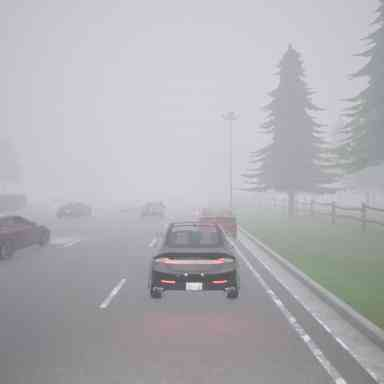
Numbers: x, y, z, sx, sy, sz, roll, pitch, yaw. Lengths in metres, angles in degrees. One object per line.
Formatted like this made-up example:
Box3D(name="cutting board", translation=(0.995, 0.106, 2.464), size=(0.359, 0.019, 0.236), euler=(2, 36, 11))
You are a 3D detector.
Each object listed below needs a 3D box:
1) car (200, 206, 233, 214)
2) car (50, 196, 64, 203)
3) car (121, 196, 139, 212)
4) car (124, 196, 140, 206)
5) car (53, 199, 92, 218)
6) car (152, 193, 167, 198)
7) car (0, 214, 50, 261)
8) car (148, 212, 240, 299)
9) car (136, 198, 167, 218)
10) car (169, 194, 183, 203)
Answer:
Box3D(name="car", translation=(1.240, 1.478, 17.780), size=(1.882, 1.535, 5.008), euler=(0, 0, 0))
Box3D(name="car", translation=(-28.310, 1.478, 69.604), size=(1.882, 1.535, 5.008), euler=(0, 0, -36))
Box3D(name="car", translation=(-6.881, 1.525, 38.116), size=(1.812, 1.442, 4.674), euler=(0, 0, 0))
Box3D(name="car", translation=(-10.352, 1.477, 57.846), size=(1.882, 1.535, 5.008), euler=(0, 0, 0))
Box3D(name="car", translation=(-10.374, 1.564, 29.709), size=(1.994, 1.385, 4.181), euler=(0, 0, 0))
Box3D(name="car", translation=(-6.908, 1.515, 73.222), size=(2.128, 1.511, 4.902), euler=(0, 0, 0))
Box3D(name="car", translation=(-6.903, 1.526, 12.114), size=(1.812, 1.442, 4.674), euler=(0, 0, 0))
Box3D(name="car", translation=(0.059, 1.492, 8.439), size=(2.128, 1.511, 4.902), euler=(0, 0, 0))
Box3D(name="car", translation=(-3.375, 1.547, 29.800), size=(2.033, 1.411, 5.357), euler=(0, 0, 0))
Box3D(name="car", translation=(-3.342, 1.564, 68.095), size=(1.994, 1.385, 4.181), euler=(0, 0, 0))
